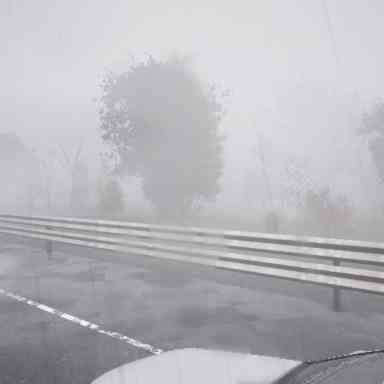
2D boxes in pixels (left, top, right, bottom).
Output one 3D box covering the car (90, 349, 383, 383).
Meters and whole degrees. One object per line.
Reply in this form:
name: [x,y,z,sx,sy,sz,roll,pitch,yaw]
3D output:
car: [1.127,1.526,1.318,4.674,1.442,1.812,0,0,36]
